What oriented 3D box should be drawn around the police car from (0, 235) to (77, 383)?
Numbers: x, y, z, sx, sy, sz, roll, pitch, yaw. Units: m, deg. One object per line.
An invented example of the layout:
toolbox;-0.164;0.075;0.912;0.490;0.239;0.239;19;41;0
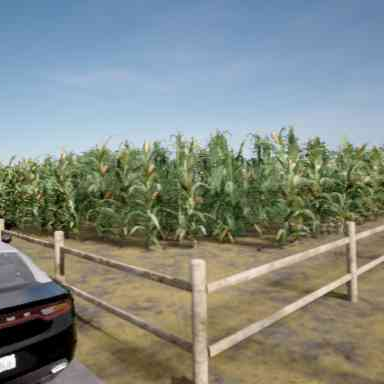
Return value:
police car;-3.555;1.407;4.950;1.930;1.638;5.238;-2;1;-43
